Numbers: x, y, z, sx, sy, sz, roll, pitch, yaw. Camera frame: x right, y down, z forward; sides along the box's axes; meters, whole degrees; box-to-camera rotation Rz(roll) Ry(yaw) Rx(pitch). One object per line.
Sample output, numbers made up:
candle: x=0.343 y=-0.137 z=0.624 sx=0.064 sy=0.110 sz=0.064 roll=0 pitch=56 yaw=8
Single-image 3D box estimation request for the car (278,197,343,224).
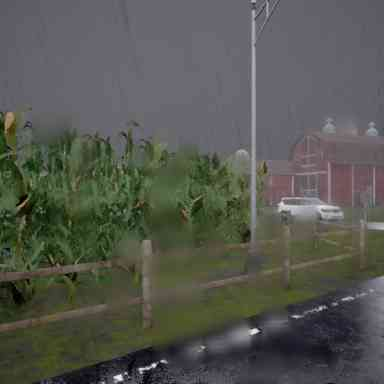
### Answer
car: x=9.660 y=1.471 z=27.690 sx=2.150 sy=2.045 sz=5.566 roll=1 pitch=-1 yaw=-30
